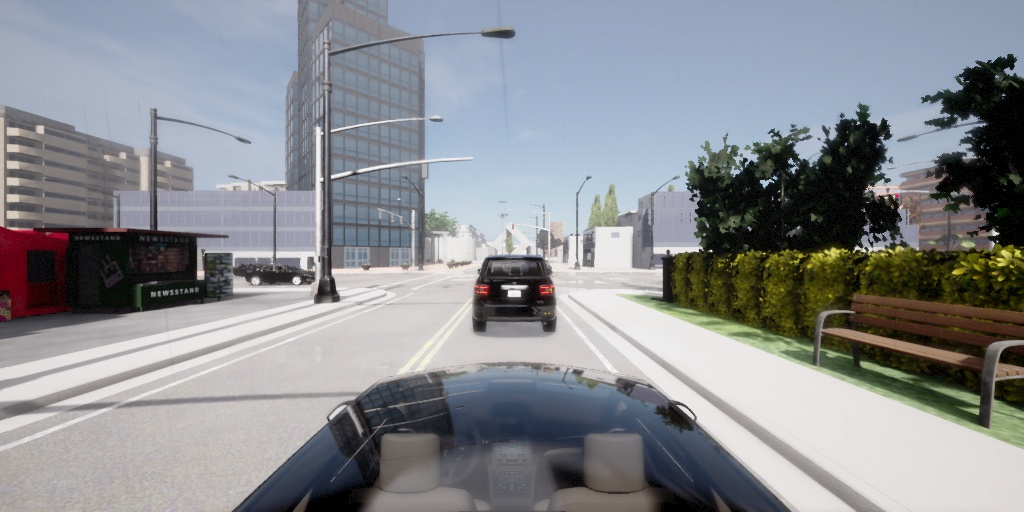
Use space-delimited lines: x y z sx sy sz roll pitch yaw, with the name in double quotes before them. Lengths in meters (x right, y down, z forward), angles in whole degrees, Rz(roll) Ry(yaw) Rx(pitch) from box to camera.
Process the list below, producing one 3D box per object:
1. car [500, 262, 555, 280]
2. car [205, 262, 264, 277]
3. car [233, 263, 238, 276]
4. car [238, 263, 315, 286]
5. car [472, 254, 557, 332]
"car" 1.479 1.305 32.802 2.033 1.411 5.357 0 0 43
"car" -31.023 1.532 40.223 4.902 1.511 2.128 -1 0 0
"car" -26.854 1.484 36.754 4.892 1.490 1.837 -1 0 0
"car" -16.638 1.362 26.130 4.892 1.490 1.837 -1 0 0
"car" 0.075 0.971 11.036 2.150 2.045 5.566 0 0 0
